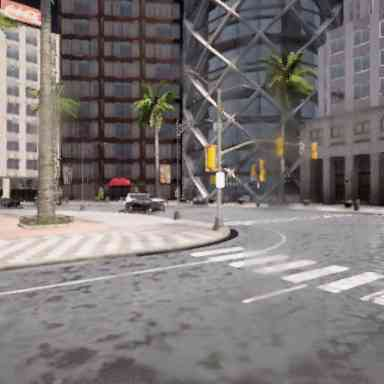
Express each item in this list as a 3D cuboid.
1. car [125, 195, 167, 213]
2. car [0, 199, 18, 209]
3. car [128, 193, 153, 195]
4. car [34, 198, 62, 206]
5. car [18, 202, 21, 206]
[{"bbox_3d":[-5.112,1.450,36.490,5.008,1.535,1.882,0,0,38],"label":"car"},{"bbox_3d":[-25.905,1.594,43.514,4.718,1.301,1.895,0,0,-1],"label":"car"},{"bbox_3d":[-5.751,1.190,41.369,5.566,2.045,2.150,0,0,32],"label":"car"},{"bbox_3d":[-23.257,1.543,53.909,4.181,1.385,1.994,0,0,2],"label":"car"},{"bbox_3d":[-26.849,1.591,47.017,4.718,1.301,1.895,0,0,-3],"label":"car"}]
